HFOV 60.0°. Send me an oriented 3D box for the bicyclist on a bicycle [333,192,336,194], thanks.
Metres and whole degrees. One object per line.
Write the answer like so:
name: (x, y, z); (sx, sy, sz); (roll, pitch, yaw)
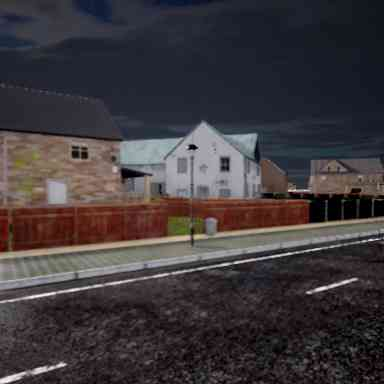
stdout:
bicyclist on a bicycle: (22.220, 0.802, 51.787); (0.582, 1.620, 1.656); (1, 1, 19)
